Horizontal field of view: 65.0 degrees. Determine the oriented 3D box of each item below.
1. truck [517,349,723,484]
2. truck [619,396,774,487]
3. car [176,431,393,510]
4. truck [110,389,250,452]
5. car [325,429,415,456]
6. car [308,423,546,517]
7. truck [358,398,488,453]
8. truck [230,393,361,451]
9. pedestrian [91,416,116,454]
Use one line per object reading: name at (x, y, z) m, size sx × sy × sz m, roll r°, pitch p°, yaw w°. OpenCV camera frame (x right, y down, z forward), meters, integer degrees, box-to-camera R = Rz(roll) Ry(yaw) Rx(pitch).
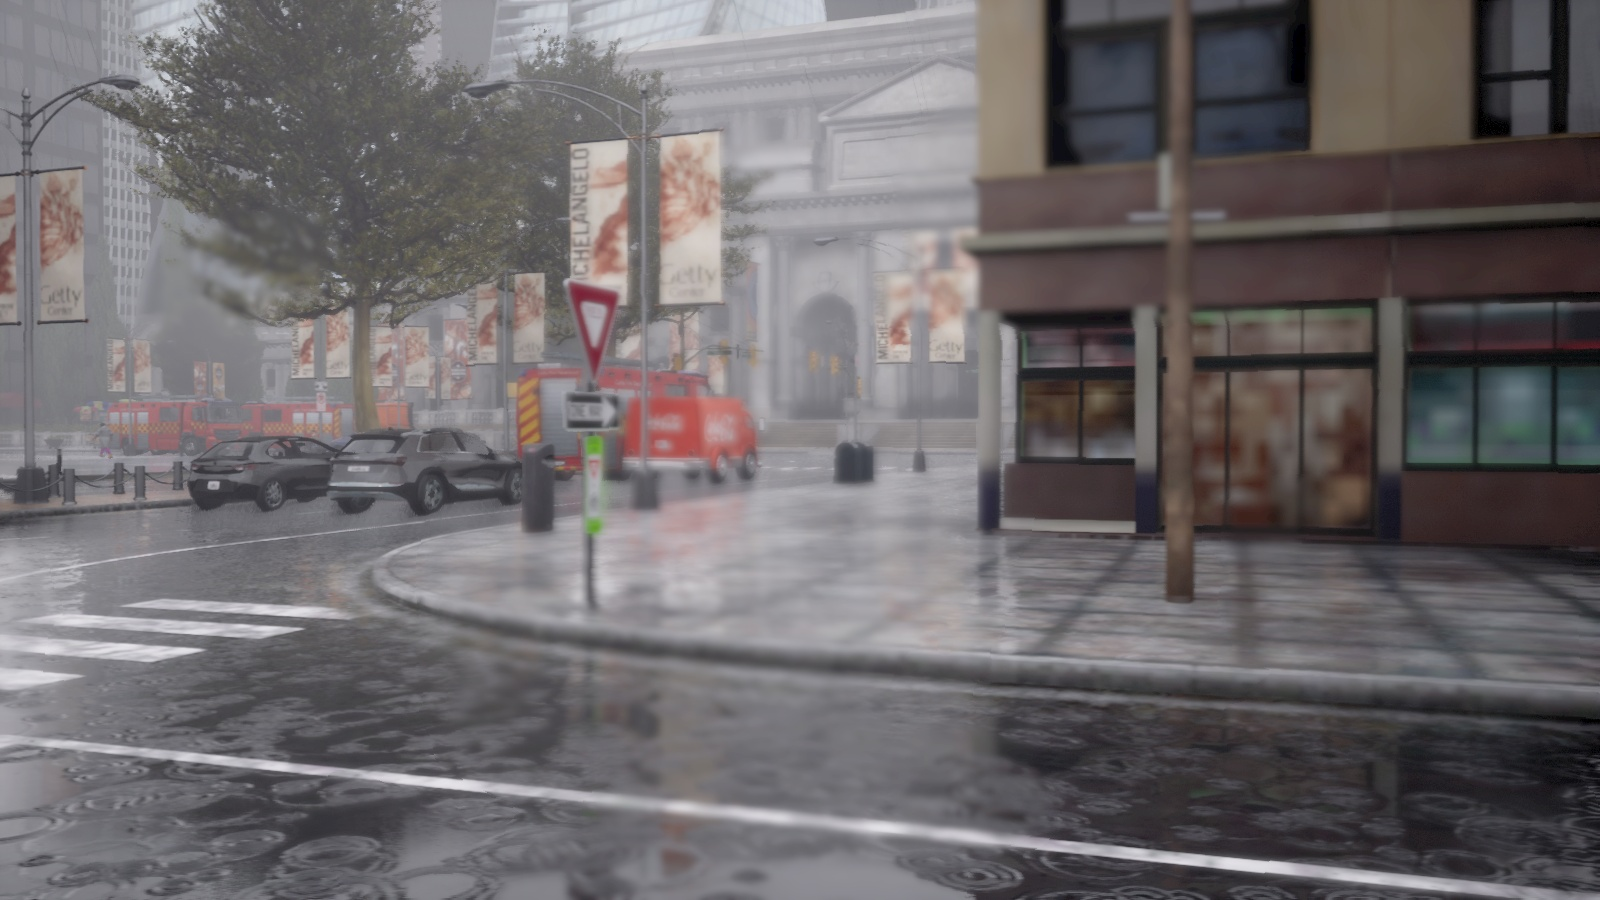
truck at (-5.480, -1.024, 40.192) m, size 2.891 × 3.827 × 8.468 m, roll 1°, pitch 1°, yaw 20°
truck at (-2.922, -0.281, 36.962) m, size 2.627 × 2.467 × 5.204 m, roll 1°, pitch 1°, yaw 20°
car at (-10.499, 0.356, 25.929) m, size 1.816 × 1.474 × 4.193 m, roll 1°, pitch 1°, yaw 20°
truck at (-39.318, -1.852, 79.572) m, size 8.468 × 3.827 × 2.891 m, roll 1°, pitch 1°, yaw 20°
car at (-24.116, -0.439, 70.451) m, size 4.674 × 1.442 × 1.812 m, roll 1°, pitch 1°, yaw 20°
car at (-7.187, 0.309, 24.796) m, size 2.033 × 1.649 × 4.856 m, roll 1°, pitch 1°, yaw 19°
truck at (-24.558, -1.628, 81.764) m, size 7.936 × 3.462 × 2.891 m, roll 1°, pitch 1°, yaw 20°
truck at (-34.228, -1.919, 85.195) m, size 8.468 × 3.827 × 2.891 m, roll 1°, pitch 1°, yaw 20°
pedestrian at (-35.591, -0.765, 64.159) m, size 0.873 × 1.952 × 0.659 m, roll 1°, pitch 1°, yaw 17°
